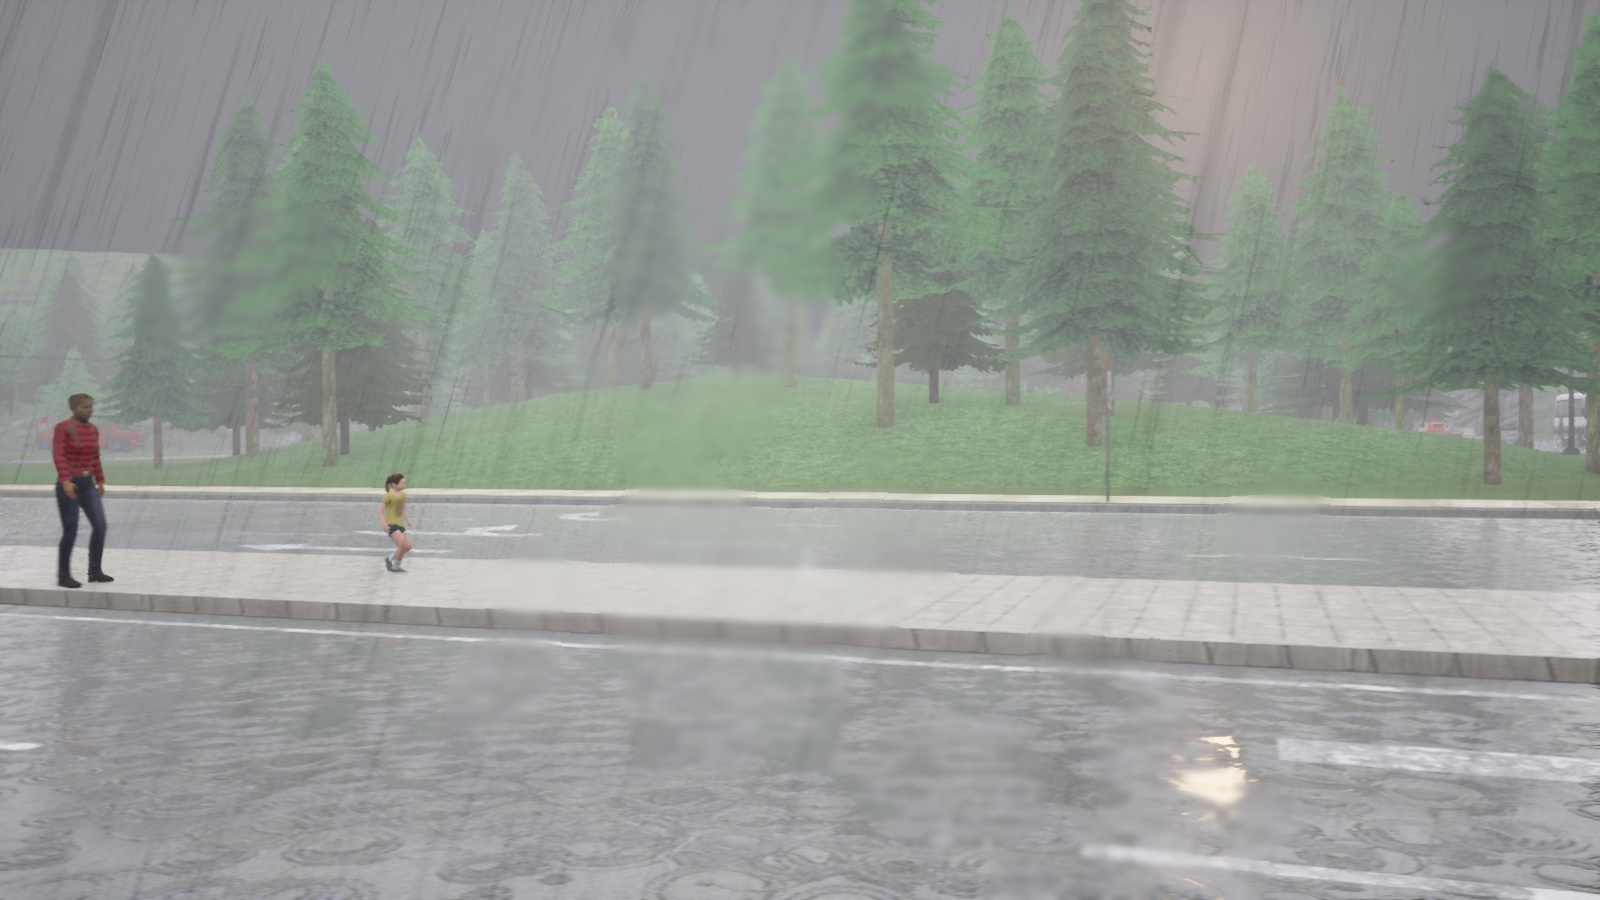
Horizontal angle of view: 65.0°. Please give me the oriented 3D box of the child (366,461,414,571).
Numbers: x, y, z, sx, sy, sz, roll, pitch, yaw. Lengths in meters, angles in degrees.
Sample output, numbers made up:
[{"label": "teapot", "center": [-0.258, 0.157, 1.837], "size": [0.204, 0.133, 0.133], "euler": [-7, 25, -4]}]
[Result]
[{"label": "child", "center": [-4.214, 0.672, 12.916], "size": [0.394, 1.110, 0.255], "euler": [0, 1, 14]}]

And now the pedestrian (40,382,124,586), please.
[{"label": "pedestrian", "center": [-6.641, 0.308, 11.621], "size": [0.636, 1.846, 0.331], "euler": [0, 1, 20]}]
